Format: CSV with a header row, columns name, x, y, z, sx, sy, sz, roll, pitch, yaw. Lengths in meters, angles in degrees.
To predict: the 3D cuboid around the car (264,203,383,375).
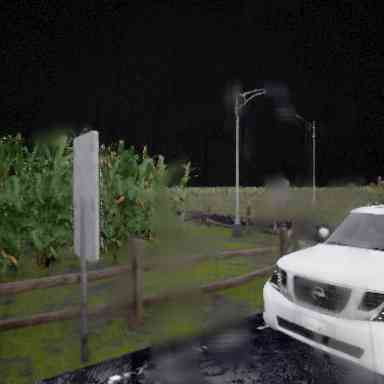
name,x,y,z,sx,sy,sz,roll,pitch,yaw
car,3.694,1.216,5.581,5.566,2.045,2.150,0,0,-35
